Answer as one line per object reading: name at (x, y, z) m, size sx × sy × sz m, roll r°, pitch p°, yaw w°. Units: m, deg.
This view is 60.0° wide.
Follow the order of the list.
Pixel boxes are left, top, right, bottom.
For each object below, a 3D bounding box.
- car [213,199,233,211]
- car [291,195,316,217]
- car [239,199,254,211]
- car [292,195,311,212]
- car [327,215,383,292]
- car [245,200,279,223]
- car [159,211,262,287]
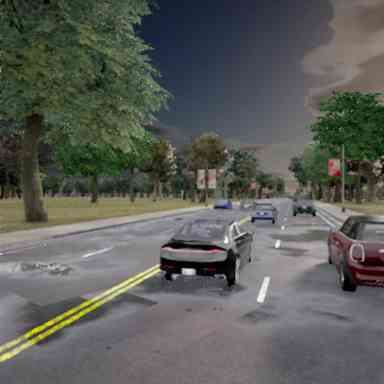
car at (4.114, 1.690, 43.957) m, size 1.882 × 1.535 × 5.008 m, roll 0°, pitch 0°, yaw 17°
car at (11.346, 1.495, 33.679) m, size 2.097 × 1.767 × 4.553 m, roll 0°, pitch 0°, yaw 17°
car at (7.391, 1.699, 43.560) m, size 2.128 × 1.511 × 4.902 m, roll 0°, pitch 0°, yaw 17°
car at (14.269, 1.424, 43.476) m, size 2.150 × 2.045 × 5.566 m, roll 0°, pitch 0°, yaw 17°
car at (4.907, 1.384, 8.902) m, size 2.097 × 1.767 × 4.553 m, roll 0°, pitch 0°, yaw 17°
car at (5.852, 1.658, 26.680) m, size 2.033 × 1.411 × 5.357 m, roll 0°, pitch 0°, yaw 17°
car at (0.642, 1.534, 9.610) m, size 2.128 × 1.511 × 4.902 m, roll 0°, pitch 0°, yaw 17°
